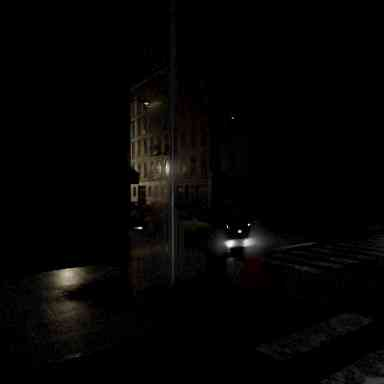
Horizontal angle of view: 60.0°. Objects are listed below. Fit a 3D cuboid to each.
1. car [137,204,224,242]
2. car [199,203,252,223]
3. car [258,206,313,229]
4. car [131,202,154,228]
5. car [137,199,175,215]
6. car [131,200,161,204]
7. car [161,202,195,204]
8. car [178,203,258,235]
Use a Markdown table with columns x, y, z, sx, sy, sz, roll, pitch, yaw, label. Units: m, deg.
| x | y | z | sx | sy | sz | roll | pitch | yaw | label |
| --- | --- | --- | --- | --- | --- | --- | --- | --- | --- |
| -0.774 | 1.554 | 16.693 | 1.752 | 1.417 | 4.829 | 0 | 0 | -35 | car |
| 2.531 | 1.578 | 25.888 | 1.802 | 1.307 | 4.206 | 0 | 0 | -35 | car |
| 5.671 | 1.557 | 21.479 | 1.947 | 1.339 | 4.313 | 0 | 0 | -35 | car |
| -4.012 | 1.584 | 21.241 | 2.008 | 1.369 | 4.403 | 0 | 0 | -35 | car |
| -3.846 | 1.528 | 34.845 | 1.752 | 1.417 | 4.829 | 0 | 0 | -35 | car |
| -4.805 | 1.517 | 26.733 | 2.128 | 1.511 | 4.902 | 0 | 0 | -35 | car |
| -0.608 | 1.565 | 30.297 | 1.947 | 1.339 | 4.313 | 0 | 0 | -35 | car |
| 0.951 | 1.565 | 18.691 | 2.033 | 1.411 | 5.357 | 0 | 0 | -32 | car |
